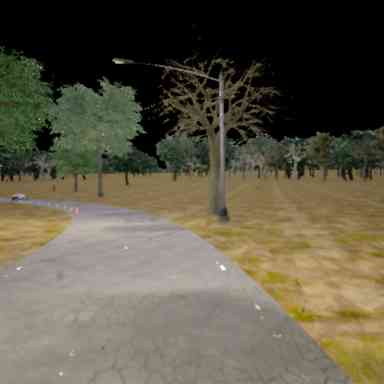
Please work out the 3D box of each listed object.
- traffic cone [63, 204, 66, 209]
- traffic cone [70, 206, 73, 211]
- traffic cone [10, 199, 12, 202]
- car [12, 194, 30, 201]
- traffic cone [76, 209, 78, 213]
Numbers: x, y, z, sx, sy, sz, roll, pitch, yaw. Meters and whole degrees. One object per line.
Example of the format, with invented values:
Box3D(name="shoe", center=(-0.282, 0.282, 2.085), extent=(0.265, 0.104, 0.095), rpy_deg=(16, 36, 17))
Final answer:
Box3D(name="traffic cone", center=(-16.728, 1.892, 43.701), extent=(0.340, 0.580, 0.340), rpy_deg=(-2, 1, -31))
Box3D(name="traffic cone", center=(-14.320, 1.912, 39.492), extent=(0.340, 0.580, 0.340), rpy_deg=(-2, 1, -28))
Box3D(name="traffic cone", center=(-35.770, 1.596, 65.501), extent=(0.340, 0.580, 0.340), rpy_deg=(1, 3, 39))
Box3D(name="car", center=(-34.637, 1.067, 67.180), extent=(4.674, 1.442, 1.812), rpy_deg=(1, 3, 39))
Box3D(name="traffic cone", center=(-12.152, 1.932, 35.152), extent=(0.340, 0.580, 0.340), rpy_deg=(-2, 1, -25))
